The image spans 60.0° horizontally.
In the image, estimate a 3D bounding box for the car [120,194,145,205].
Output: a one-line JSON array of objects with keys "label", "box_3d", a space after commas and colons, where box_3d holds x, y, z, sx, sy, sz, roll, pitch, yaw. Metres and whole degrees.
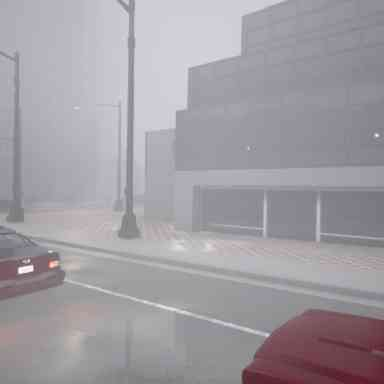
[{"label": "car", "box_3d": [-7.977, 1.017, 45.350, 1.882, 1.535, 5.008, 1, 0, 36]}]

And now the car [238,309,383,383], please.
[{"label": "car", "box_3d": [2.651, 1.602, 2.103, 4.718, 1.301, 1.895, 0, 0, 35]}]

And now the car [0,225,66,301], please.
[{"label": "car", "box_3d": [-5.150, 1.461, 7.669, 5.357, 1.411, 2.033, 1, 0, 35]}]

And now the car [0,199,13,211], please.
[{"label": "car", "box_3d": [-19.151, 1.080, 30.069, 2.033, 1.411, 5.357, 1, 1, 36]}]
